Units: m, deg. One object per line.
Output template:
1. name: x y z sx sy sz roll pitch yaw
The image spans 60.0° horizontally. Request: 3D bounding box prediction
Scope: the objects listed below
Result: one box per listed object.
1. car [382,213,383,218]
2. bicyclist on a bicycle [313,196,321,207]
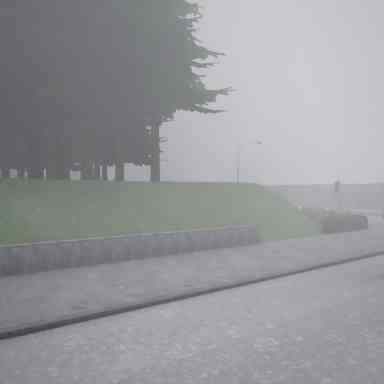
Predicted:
1. car: 16.136 1.351 23.428 2.097 1.767 4.553 0 0 -35
2. bicyclist on a bicycle: 14.921 1.349 39.633 1.656 1.620 0.582 0 0 -35
